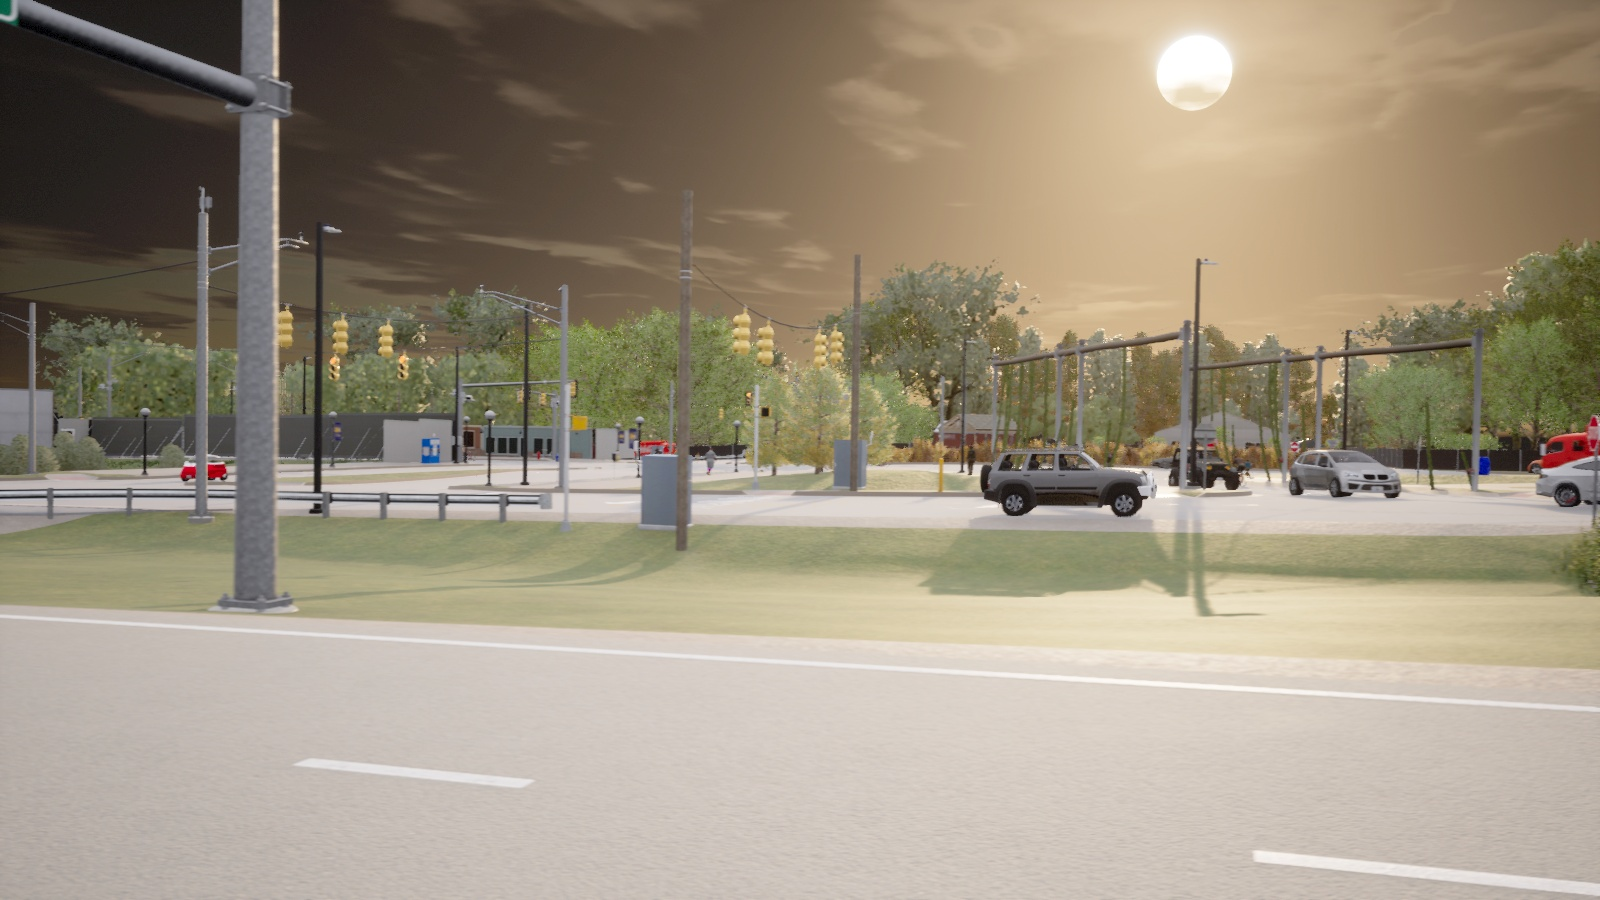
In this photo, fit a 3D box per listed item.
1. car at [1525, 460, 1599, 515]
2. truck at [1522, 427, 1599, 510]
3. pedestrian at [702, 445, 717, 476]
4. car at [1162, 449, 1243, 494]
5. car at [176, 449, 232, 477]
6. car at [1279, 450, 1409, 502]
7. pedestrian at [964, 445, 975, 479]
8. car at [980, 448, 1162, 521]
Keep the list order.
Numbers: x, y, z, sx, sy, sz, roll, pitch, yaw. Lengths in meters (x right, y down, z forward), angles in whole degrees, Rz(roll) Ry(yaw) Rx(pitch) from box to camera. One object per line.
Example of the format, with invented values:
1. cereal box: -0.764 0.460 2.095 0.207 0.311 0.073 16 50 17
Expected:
1. car: 22.535 1.024 34.012 1.812 1.442 4.674 -1 1 -36
2. truck: 25.059 0.587 37.858 2.627 2.467 5.204 2 -2 -21
3. pedestrian: -5.927 0.665 82.087 0.659 1.952 0.873 2 1 19
4. car: 17.722 0.932 55.521 1.905 1.878 3.866 1 0 -8
5. car: -30.194 0.669 63.652 1.481 1.376 2.207 0 0 18
6. car: 18.918 0.890 43.928 2.242 1.667 4.611 1 -1 -5
7. pedestrian: 9.825 0.669 72.875 0.395 1.930 0.692 1 1 -8
8. car: 7.322 0.887 33.864 4.605 1.855 1.932 0 1 18
